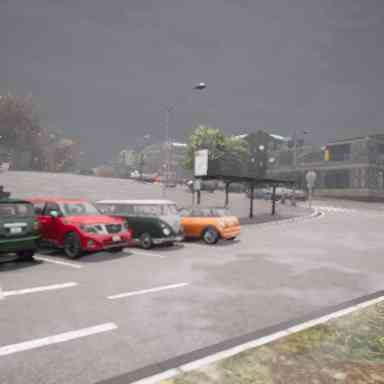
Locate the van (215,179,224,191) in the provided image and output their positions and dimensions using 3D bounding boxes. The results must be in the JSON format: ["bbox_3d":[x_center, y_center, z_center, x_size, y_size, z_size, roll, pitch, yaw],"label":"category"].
[{"bbox_3d":[6.128,-1.136,57.205,1.878,1.987,4.442,8,3,35],"label":"van"}]

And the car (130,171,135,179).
[{"bbox_3d":[-13.101,-4.021,84.171,2.435,2.045,5.566,1,-2,34],"label":"car"}]

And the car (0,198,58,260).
[{"bbox_3d":[-7.373,1.241,11.290,5.566,2.045,2.435,-1,-1,35],"label":"car"}]

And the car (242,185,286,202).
[{"bbox_3d":[8.342,0.282,38.942,1.994,1.385,4.181,3,4,-36],"label":"car"}]

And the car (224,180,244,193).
[{"bbox_3d":[7.895,-0.636,54.848,2.231,1.521,4.892,7,3,35],"label":"car"}]

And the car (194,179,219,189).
[{"bbox_3d":[2.804,-1.457,62.394,1.946,1.575,5.366,7,3,35],"label":"car"}]

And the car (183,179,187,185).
[{"bbox_3d":[0.963,-1.691,64.707,2.002,1.452,4.674,8,3,35],"label":"car"}]

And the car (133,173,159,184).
[{"bbox_3d":[-8.831,-2.370,62.909,1.895,1.301,4.718,3,4,-36],"label":"car"}]

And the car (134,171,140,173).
[{"bbox_3d":[-11.321,-3.741,81.830,2.185,1.767,4.553,4,0,33],"label":"car"}]

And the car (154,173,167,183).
[{"bbox_3d":[-5.920,-2.826,74.655,1.946,1.575,5.366,7,3,34],"label":"car"}]

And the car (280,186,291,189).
[{"bbox_3d":[13.134,-0.066,47.483,2.435,2.045,5.566,7,3,35],"label":"car"}]

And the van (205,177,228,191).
[{"bbox_3d":[4.390,-1.411,59.670,1.878,1.987,4.442,8,3,35],"label":"van"}]

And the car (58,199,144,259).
[{"bbox_3d":[-4.867,1.277,13.006,5.566,2.045,2.435,-1,-2,35],"label":"car"}]

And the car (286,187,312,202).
[{"bbox_3d":[14.831,0.497,45.016,2.002,1.452,4.674,7,3,35],"label":"car"}]

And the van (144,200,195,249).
[{"bbox_3d":[-2.337,1.338,14.687,4.442,1.987,1.878,-1,-2,35],"label":"van"}]

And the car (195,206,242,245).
[{"bbox_3d":[0.063,1.475,16.448,4.553,1.767,2.185,-1,-1,35],"label":"car"}]

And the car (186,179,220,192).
[{"bbox_3d":[1.490,-0.788,48.453,1.994,1.385,4.181,3,4,-36],"label":"car"}]

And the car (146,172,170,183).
[{"bbox_3d":[-7.777,-3.352,76.908,2.435,2.045,5.566,7,3,34],"label":"car"}]

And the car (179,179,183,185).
[{"bbox_3d":[-0.788,-1.966,67.163,2.002,1.452,4.674,7,3,34],"label":"car"}]
